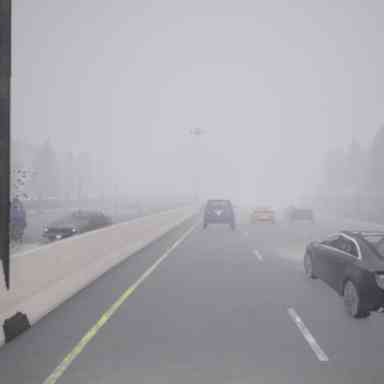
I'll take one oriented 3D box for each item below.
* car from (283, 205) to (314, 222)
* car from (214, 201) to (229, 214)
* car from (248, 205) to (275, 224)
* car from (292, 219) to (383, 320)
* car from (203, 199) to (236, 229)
[{"bbox_3d":[9.618,1.897,30.296,1.882,1.535,5.008,0,-1,6],"label":"car"},{"bbox_3d":[3.905,2.020,43.848,1.837,1.490,4.892,0,-1,6],"label":"car"},{"bbox_3d":[5.940,1.846,28.624,1.882,1.535,5.008,0,-1,6],"label":"car"},{"bbox_3d":[3.957,1.610,7.497,2.128,1.511,4.902,0,-1,5],"label":"car"},{"bbox_3d":[1.990,1.507,24.148,2.150,2.045,5.566,0,0,6],"label":"car"}]
